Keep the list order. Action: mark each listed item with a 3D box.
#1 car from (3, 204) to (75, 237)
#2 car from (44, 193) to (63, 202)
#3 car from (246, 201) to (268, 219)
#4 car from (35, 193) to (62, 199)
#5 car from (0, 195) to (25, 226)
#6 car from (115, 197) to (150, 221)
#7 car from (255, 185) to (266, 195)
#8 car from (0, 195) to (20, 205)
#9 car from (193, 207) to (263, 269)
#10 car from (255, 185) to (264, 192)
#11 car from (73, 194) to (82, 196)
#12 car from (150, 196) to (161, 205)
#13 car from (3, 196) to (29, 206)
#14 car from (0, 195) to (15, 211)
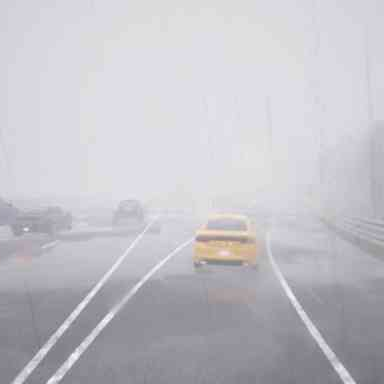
[{"bbox_3d":[-7.813,1.478,17.873,1.837,1.490,4.892,0,0,-3],"label":"car"},{"bbox_3d":[-27.896,1.057,67.284,2.097,1.767,4.553,0,0,-3],"label":"car"},{"bbox_3d":[5.886,1.555,30.237,1.812,1.442,4.674,0,1,15],"label":"car"},{"bbox_3d":[-23.816,1.334,56.046,2.033,1.411,5.357,0,0,-2],"label":"car"},{"bbox_3d":[-11.319,1.182,17.965,2.150,2.045,5.566,0,0,-3],"label":"car"},{"bbox_3d":[-4.811,1.337,26.716,2.097,1.767,4.553,0,0,-3],"label":"car"},{"bbox_3d":[14.582,-0.227,70.038,1.812,1.442,4.674,0,3,9],"label":"car"},{"bbox_3d":[-30.778,1.241,55.213,1.882,1.535,5.008,0,0,-2],"label":"car"},{"bbox_3d":[1.251,1.494,11.324,1.882,1.535,5.008,1,0,9],"label":"car"},{"bbox_3d":[16.132,-0.926,79.998,1.837,1.490,4.892,0,3,8],"label":"car"},{"bbox_3d":[-24.628,1.233,71.557,2.033,1.411,5.357,0,0,-3],"label":"car"},{"bbox_3d":[-6.195,1.348,54.707,1.882,1.535,5.008,0,0,-3],"label":"car"},{"bbox_3d":[-27.104,1.370,51.299,1.994,1.385,4.181,0,0,-3],"label":"car"},{"bbox_3d":[-23.012,1.253,39.172,2.097,1.767,4.553,0,0,-3],"label":"car"}]
